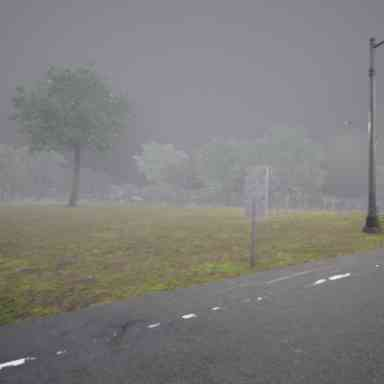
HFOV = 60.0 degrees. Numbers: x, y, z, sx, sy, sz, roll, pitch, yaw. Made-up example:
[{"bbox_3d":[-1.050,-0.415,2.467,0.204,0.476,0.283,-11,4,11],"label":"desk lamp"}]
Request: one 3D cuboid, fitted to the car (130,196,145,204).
[{"bbox_3d":[-12.286,1.745,75.030,2.097,1.767,4.553,3,-3,-28],"label":"car"}]
